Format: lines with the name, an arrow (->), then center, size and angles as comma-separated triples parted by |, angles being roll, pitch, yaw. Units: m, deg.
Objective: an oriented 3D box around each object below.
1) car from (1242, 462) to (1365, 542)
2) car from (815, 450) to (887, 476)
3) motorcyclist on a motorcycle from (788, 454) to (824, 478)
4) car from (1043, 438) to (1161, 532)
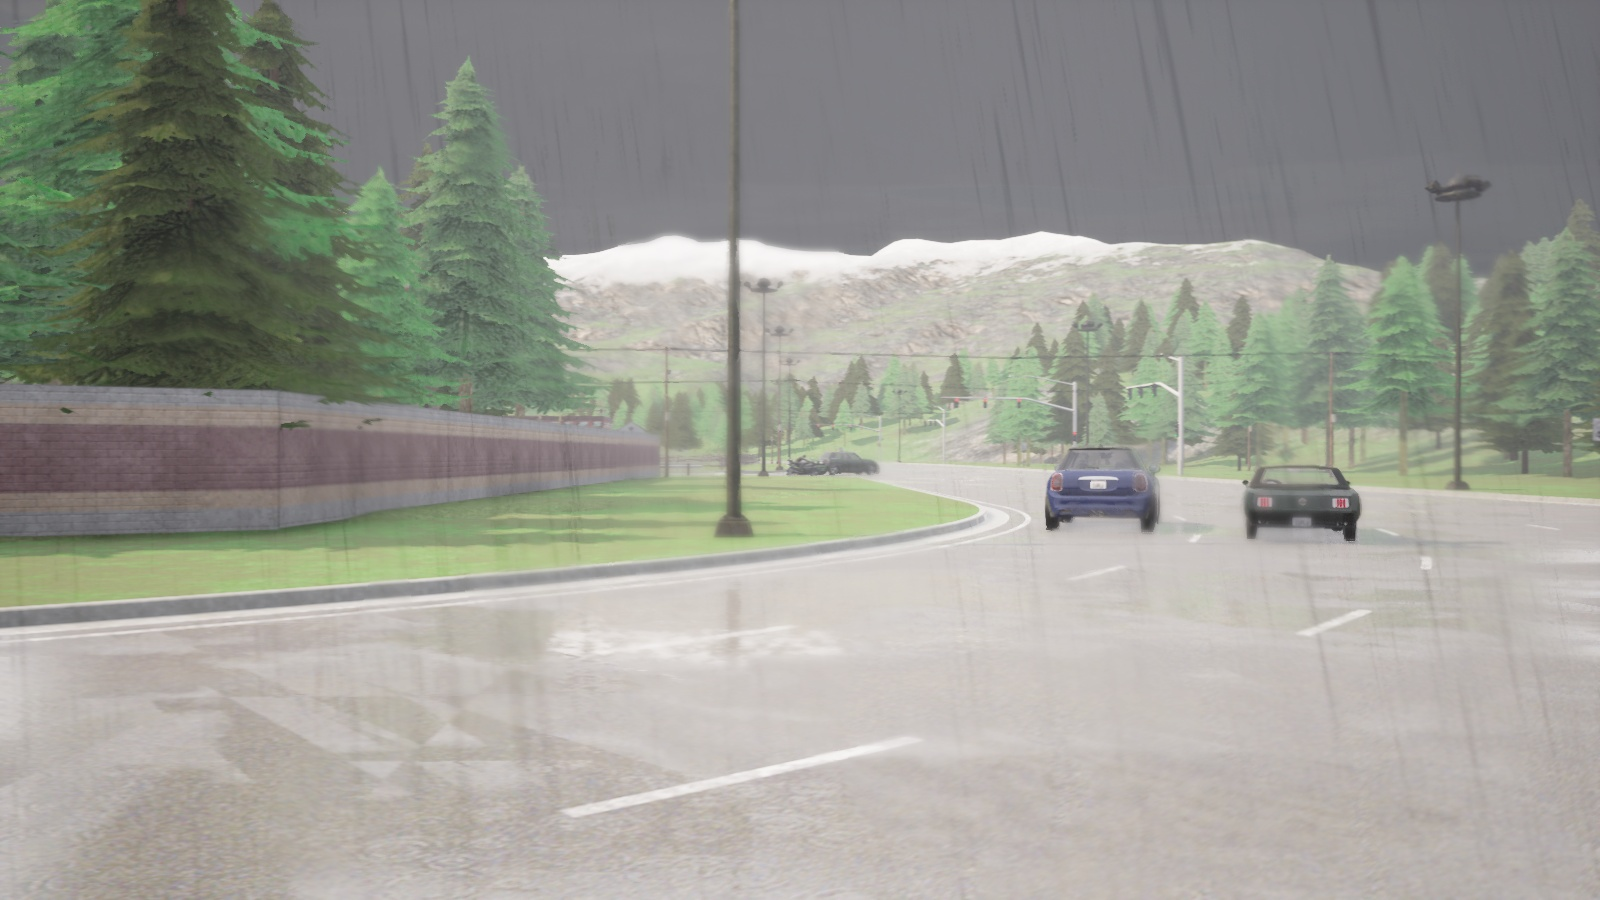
car -> 9.279, 0.898, 23.464 | 1.895, 1.301, 4.718 | 0, 0, 19
car -> 3.577, 0.888, 88.017 | 4.553, 1.767, 2.097 | 0, 0, -26
motorcyclist on a motorcycle -> 0.395, 1.056, 82.775 | 2.191, 1.530, 0.866 | 0, -1, -15
car -> 6.360, 0.673, 26.107 | 2.097, 1.767, 4.553 | 0, 0, 17
